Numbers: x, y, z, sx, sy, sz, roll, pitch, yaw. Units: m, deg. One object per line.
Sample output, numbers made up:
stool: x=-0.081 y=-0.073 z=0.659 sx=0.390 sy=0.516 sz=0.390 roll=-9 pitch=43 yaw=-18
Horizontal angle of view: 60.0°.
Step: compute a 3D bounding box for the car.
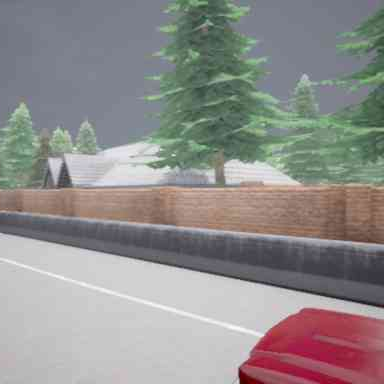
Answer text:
car: x=2.633 y=1.610 z=2.169 sx=4.718 sy=1.301 sz=1.895 roll=0 pitch=0 yaw=35
